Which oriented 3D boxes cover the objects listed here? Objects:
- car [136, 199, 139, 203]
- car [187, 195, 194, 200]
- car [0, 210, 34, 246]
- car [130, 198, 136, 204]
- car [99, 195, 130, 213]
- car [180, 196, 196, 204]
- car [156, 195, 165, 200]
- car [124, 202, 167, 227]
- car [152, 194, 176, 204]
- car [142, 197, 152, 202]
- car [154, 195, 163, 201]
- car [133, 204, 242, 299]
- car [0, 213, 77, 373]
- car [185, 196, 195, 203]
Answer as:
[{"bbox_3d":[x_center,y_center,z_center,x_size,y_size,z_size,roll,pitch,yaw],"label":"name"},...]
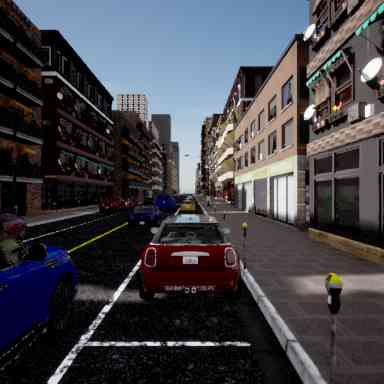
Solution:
[{"bbox_3d":[-8.834,1.543,48.430,1.887,1.381,4.507,0,0,0],"label":"car"},{"bbox_3d":[-0.452,1.513,93.685,1.752,1.417,4.829,0,0,0],"label":"car"},{"bbox_3d":[-8.835,1.583,14.612,1.802,1.307,4.206,0,0,0],"label":"car"},{"bbox_3d":[-8.834,1.439,42.793,1.967,1.590,4.097,0,0,0],"label":"car"},{"bbox_3d":[-8.833,1.314,37.157,2.192,1.841,5.009,0,0,0],"label":"car"},{"bbox_3d":[-0.454,1.525,37.323,1.752,1.417,4.829,0,0,0],"label":"car"},{"bbox_3d":[-8.834,1.539,93.519,2.008,1.369,4.403,0,0,0],"label":"car"},{"bbox_3d":[-3.045,1.601,22.574,1.895,1.301,4.718,0,0,0],"label":"car"},{"bbox_3d":[-3.145,1.221,40.059,2.150,2.045,5.566,0,0,0],"label":"car"},{"bbox_3d":[-6.146,1.553,48.614,1.837,1.490,4.892,0,0,0],"label":"car"},{"bbox_3d":[-8.834,1.541,87.882,2.008,1.369,4.403,0,0,0],"label":"car"},{"bbox_3d":[-0.032,1.353,8.619,2.097,1.767,4.553,0,0,0],"label":"car"},{"bbox_3d":[-3.047,1.224,3.404,2.150,2.045,5.566,0,0,0],"label":"car"},{"bbox_3d":[-0.453,1.545,70.970,2.008,1.369,4.403,0,0,0],"label":"car"}]
